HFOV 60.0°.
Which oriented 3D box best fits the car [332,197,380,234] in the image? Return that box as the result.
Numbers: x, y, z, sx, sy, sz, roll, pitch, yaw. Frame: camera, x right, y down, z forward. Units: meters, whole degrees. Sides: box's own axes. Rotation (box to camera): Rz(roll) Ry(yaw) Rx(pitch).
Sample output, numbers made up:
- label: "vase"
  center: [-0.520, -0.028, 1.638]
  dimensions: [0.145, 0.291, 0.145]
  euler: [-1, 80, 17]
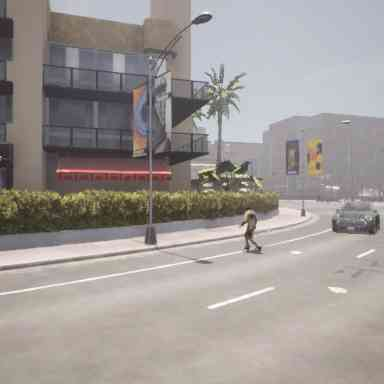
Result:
- label: "car"
  center: [9.657, 1.350, 19.442]
  dimensions: [2.097, 1.767, 4.553]
  euler: [0, 0, 34]

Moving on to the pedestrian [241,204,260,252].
- label: "pedestrian"
  center: [2.186, 1.294, 12.496]
  dimensions: [0.375, 1.860, 0.375]
  euler: [0, 0, -45]
